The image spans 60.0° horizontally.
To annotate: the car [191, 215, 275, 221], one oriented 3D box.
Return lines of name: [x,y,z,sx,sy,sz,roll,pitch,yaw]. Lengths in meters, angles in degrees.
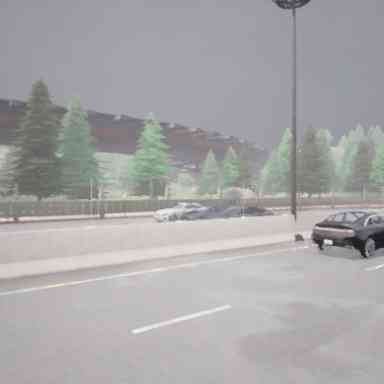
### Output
car: [2.622,1.509,18.742,4.892,1.490,1.837,0,0,-35]

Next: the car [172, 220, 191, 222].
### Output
car: [1.109,1.569,21.957,4.181,1.385,1.994,0,0,-35]

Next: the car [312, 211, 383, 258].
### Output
car: [6.633,1.496,12.773,4.902,1.511,2.128,0,0,-35]
